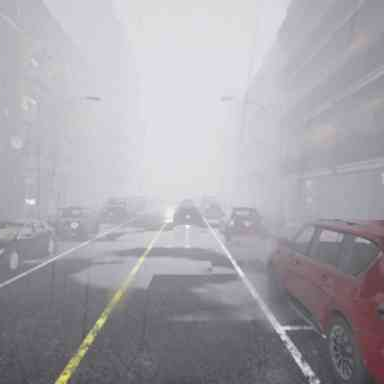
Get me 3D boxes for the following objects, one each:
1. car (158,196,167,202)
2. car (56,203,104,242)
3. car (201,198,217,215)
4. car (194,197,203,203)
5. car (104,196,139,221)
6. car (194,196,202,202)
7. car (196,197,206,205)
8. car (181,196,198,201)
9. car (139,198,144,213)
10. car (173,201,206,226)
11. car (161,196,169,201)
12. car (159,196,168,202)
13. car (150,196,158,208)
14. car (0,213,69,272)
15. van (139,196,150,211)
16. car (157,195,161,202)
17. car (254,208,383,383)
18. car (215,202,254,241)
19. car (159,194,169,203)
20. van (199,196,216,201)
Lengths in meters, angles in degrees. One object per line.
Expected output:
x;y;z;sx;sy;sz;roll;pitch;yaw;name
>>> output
-7.053;1.683;78.820;1.752;1.417;4.829;0;0;-1;car
-5.958;1.472;16.409;1.967;1.590;4.097;0;0;-1;car
2.121;1.598;33.621;1.802;1.307;4.206;0;0;-1;car
1.423;1.689;73.445;1.802;1.307;4.206;0;0;-1;car
-6.157;1.357;27.787;2.192;1.841;5.009;0;0;-1;car
1.323;1.706;79.135;1.802;1.307;4.206;0;0;-1;car
1.622;1.658;62.066;1.802;1.307;4.206;0;0;-1;car
-0.614;1.517;41.492;1.882;1.535;5.008;0;0;-1;car
-6.255;1.575;33.307;1.752;1.417;4.829;0;0;-1;car
-0.306;1.579;23.719;1.994;1.385;4.181;0;0;-1;car
-7.256;1.781;90.367;1.802;1.307;4.206;0;0;-1;car
-7.156;1.743;84.679;1.947;1.339;4.313;0;0;-1;car
-6.554;1.607;50.373;1.752;1.417;4.829;0;0;-1;car
-5.858;1.580;10.719;2.008;1.369;4.403;0;0;-1;car
-6.357;1.400;39.164;1.690;1.788;3.998;0;0;-1;van
-6.657;1.678;56.233;1.802;1.307;4.206;0;0;-1;car
2.621;1.306;5.175;2.192;1.841;5.009;0;0;-1;car
2.421;1.438;16.553;1.967;1.590;4.097;0;0;-1;car
-6.956;1.457;73.300;2.192;1.841;5.009;0;0;-1;car
2.022;1.366;39.309;1.690;1.788;3.998;0;0;-1;van
